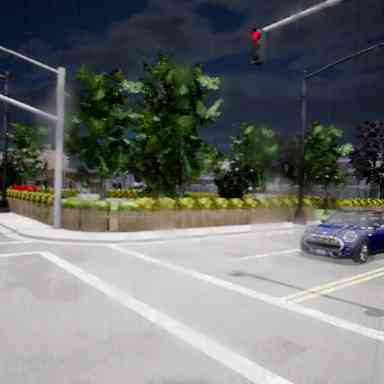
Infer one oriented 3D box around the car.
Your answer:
[{"bbox_3d":[6.121,1.475,12.601,4.553,1.767,2.097,1,1,-39],"label":"car"}]
